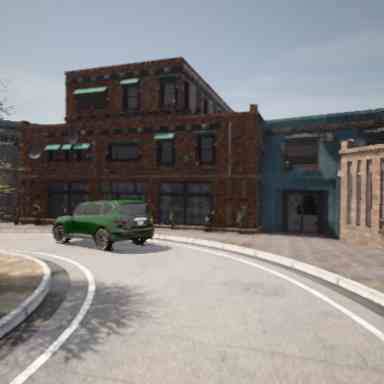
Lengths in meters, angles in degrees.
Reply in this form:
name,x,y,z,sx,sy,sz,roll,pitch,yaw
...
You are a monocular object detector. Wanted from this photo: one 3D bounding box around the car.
name,x,y,z,sx,sy,sz,roll,pitch,yaw
car,-4.176,1.418,15.306,5.566,2.045,2.150,-2,-2,39
